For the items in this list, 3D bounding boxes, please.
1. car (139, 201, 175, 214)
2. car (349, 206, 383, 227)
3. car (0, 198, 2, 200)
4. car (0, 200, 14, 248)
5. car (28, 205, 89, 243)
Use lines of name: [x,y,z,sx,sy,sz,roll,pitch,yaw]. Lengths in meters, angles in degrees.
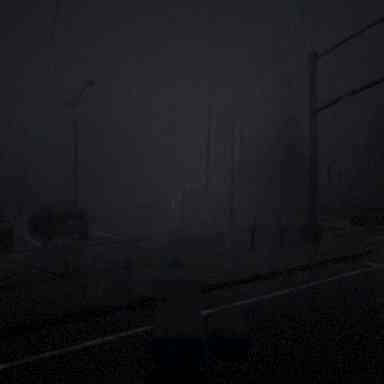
car: [-3.791,1.601,35.844,1.895,1.301,4.718,0,0,-36]
car: [12.031,1.526,20.350,1.812,1.442,4.674,1,0,-29]
car: [-21.507,1.374,36.490,1.845,1.501,3.633,0,0,-36]
car: [-8.746,1.330,13.524,2.152,1.636,5.027,0,0,-36]
car: [-6.235,1.340,15.405,2.007,1.523,4.514,0,0,-36]
